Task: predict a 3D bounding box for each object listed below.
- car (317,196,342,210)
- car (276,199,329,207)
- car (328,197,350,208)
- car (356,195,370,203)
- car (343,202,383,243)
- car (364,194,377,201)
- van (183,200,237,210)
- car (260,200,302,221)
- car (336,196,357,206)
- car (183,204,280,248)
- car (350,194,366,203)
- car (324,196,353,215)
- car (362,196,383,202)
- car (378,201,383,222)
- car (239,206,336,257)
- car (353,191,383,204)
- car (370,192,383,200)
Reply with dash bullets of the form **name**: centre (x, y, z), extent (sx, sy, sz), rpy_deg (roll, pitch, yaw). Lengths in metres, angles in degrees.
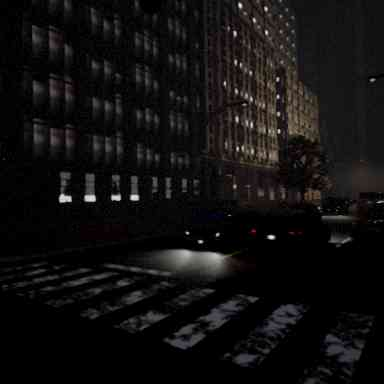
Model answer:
- **car**: centre (17.102, 1.292, 41.308), extent (1.967, 1.590, 4.097), rpy_deg (-1, -1, 35)
- **car**: centre (7.601, 1.430, 23.088), extent (2.033, 1.411, 5.357), rpy_deg (-2, -1, 35)
- **car**: centre (20.299, 1.371, 45.899), extent (1.887, 1.381, 4.507), rpy_deg (-1, -1, 35)
- **car**: centre (33.080, 1.276, 64.267), extent (1.887, 1.381, 4.507), rpy_deg (-1, -1, 35)
- **car**: centre (7.876, 1.305, 13.998), extent (1.752, 1.417, 4.829), rpy_deg (-1, -1, 35)
- **car**: centre (39.470, 1.231, 73.450), extent (1.887, 1.381, 4.507), rpy_deg (-2, -1, 35)
- **van**: centre (1.126, 1.330, 18.350), extent (1.690, 1.788, 3.998), rpy_deg (-1, -1, 35)
- **car**: centre (7.422, 1.458, 27.393), extent (1.752, 1.417, 4.829), rpy_deg (-1, -1, 35)
- **car**: centre (23.494, 1.352, 50.491), extent (2.008, 1.369, 4.403), rpy_deg (-1, -1, 35)
- **car**: centre (1.831, 1.482, 14.797), extent (2.033, 1.411, 5.357), rpy_deg (-2, -1, 35)
- **car**: centre (29.882, 1.194, 59.676), extent (1.967, 1.590, 4.097), rpy_deg (-1, -1, 35)
- **car**: centre (13.567, 1.335, 31.641), extent (1.837, 1.490, 4.892), rpy_deg (-2, -1, 35)
- **car**: centre (10.967, 1.192, 18.443), extent (1.967, 1.590, 4.097), rpy_deg (-1, -1, 35)
- **car**: centre (14.159, 1.306, 23.027), extent (1.802, 1.307, 4.206), rpy_deg (-1, -1, 35)
- **car**: centre (3.715, 1.427, 12.402), extent (1.994, 1.385, 4.181), rpy_deg (-2, -1, 35)
- **car**: centre (17.303, 0.965, 31.904), extent (2.150, 2.045, 5.566), rpy_deg (-2, -1, 34)
- **car**: centre (45.856, 0.960, 82.636), extent (2.192, 1.841, 5.009), rpy_deg (-2, -1, 35)
